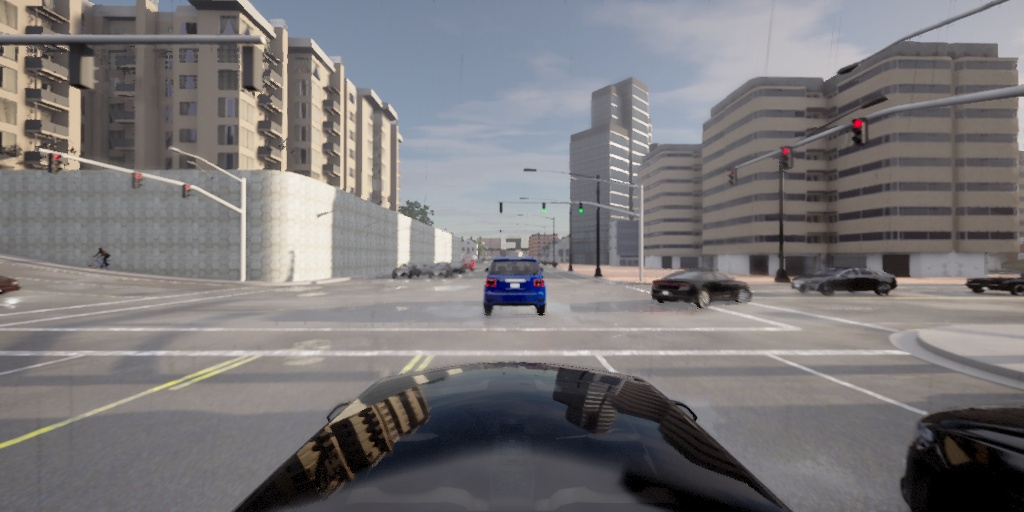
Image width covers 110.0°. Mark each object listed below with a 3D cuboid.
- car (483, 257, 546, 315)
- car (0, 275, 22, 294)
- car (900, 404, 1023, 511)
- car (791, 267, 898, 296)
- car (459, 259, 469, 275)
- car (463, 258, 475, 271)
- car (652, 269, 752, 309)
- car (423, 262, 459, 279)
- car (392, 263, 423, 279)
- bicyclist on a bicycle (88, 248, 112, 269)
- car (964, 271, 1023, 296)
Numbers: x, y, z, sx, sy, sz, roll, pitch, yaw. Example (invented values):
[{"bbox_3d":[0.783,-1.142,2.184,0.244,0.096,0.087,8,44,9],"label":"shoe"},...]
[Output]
[{"bbox_3d":[0.097,1.057,14.159,2.150,2.045,5.566,0,0,0],"label":"car"},{"bbox_3d":[-25.399,0.934,15.852,5.357,1.411,2.033,5,0,0],"label":"car"},{"bbox_3d":[3.599,1.233,0.420,2.128,1.511,4.902,0,0,0],"label":"car"},{"bbox_3d":[18.111,1.365,19.693,4.902,1.511,2.128,0,0,0],"label":"car"},{"bbox_3d":[-7.087,1.529,45.701,1.882,1.535,5.008,0,0,0],"label":"car"},{"bbox_3d":[-7.036,1.345,56.248,2.150,2.045,5.566,0,0,0],"label":"car"},{"bbox_3d":[8.216,1.322,15.473,5.008,1.535,1.882,0,-2,-31],"label":"car"},{"bbox_3d":[-7.095,1.478,36.269,2.128,1.511,4.902,0,0,0],"label":"car"},{"bbox_3d":[-10.592,1.478,36.200,2.128,1.511,4.902,0,0,0],"label":"car"},{"bbox_3d":[-30.736,0.202,26.850,0.582,1.620,1.656,6,0,0],"label":"bicyclist on a bicycle"},{"bbox_3d":[28.210,1.474,19.724,4.718,1.301,1.895,0,0,0],"label":"car"}]
